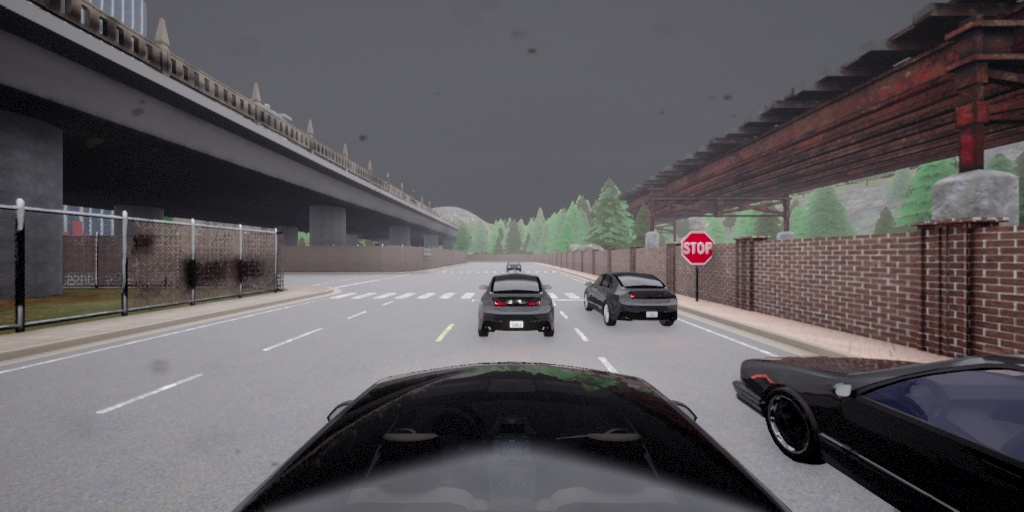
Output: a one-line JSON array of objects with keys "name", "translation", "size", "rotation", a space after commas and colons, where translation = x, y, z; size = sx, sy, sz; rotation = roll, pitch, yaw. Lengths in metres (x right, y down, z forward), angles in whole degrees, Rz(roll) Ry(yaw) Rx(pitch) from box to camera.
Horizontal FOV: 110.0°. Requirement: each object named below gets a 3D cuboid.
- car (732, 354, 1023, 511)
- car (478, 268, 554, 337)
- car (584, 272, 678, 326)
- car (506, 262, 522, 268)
[{"name": "car", "translation": [3.600, 1.297, 1.883], "size": [2.033, 1.411, 5.357], "rotation": [0, 0, 0]}, {"name": "car", "translation": [0.104, 1.254, 10.273], "size": [1.837, 1.490, 4.892], "rotation": [0, 0, 0]}, {"name": "car", "translation": [3.607, 1.254, 11.630], "size": [1.837, 1.490, 4.892], "rotation": [0, 0, 0]}, {"name": "car", "translation": [0.227, 1.349, 45.463], "size": [1.895, 1.301, 4.718], "rotation": [0, 0, -1]}]
